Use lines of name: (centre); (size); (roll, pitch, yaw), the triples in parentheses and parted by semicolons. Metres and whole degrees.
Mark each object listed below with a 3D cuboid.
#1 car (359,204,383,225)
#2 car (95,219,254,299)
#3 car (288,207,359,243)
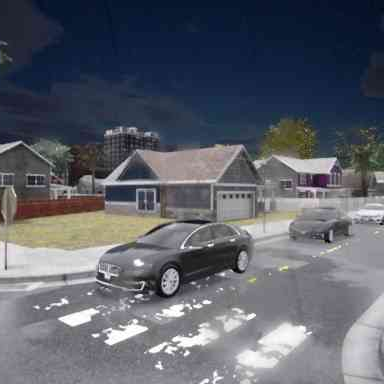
car: (13.555, 1.604, 24.725); (1.812, 1.442, 4.674); (0, 0, 41)
car: (-0.173, 1.514, 8.749); (1.837, 1.490, 4.892); (0, 0, 41)
car: (6.469, 1.545, 16.486); (1.837, 1.490, 4.892); (0, 0, 41)
